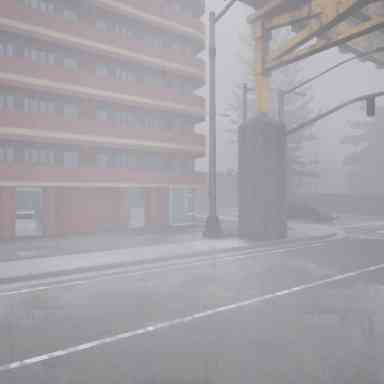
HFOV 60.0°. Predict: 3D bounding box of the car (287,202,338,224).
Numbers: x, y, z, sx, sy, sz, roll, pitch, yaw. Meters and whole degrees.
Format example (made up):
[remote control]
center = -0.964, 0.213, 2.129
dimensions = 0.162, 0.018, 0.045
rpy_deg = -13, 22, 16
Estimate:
[car]
center = 8.557, 1.500, 25.288
dimensions = 2.128, 1.511, 4.902
rpy_deg = 0, 0, -35
